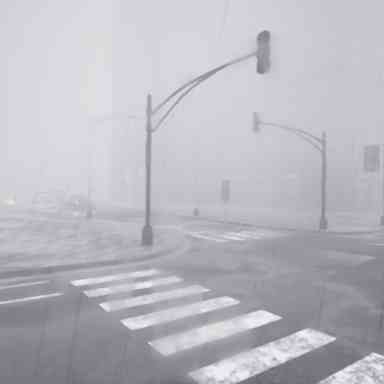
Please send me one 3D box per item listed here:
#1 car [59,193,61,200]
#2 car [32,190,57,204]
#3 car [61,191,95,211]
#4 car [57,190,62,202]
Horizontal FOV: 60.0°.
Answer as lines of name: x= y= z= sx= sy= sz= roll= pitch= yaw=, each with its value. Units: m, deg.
car: x=-17.470 y=1.178 z=48.481 sx=1.895 sy=1.301 sz=4.718 roll=1 pitch=0 yaw=-35
car: x=-22.865 y=0.770 z=50.844 sx=2.150 sy=2.045 sz=5.566 roll=1 pitch=0 yaw=-35
car: x=-11.938 y=1.050 z=35.219 sx=2.097 sy=1.767 sz=4.553 roll=1 pitch=0 yaw=-35
car: x=-23.336 y=0.676 z=56.708 sx=2.150 sy=2.045 sz=5.566 roll=1 pitch=0 yaw=-35
